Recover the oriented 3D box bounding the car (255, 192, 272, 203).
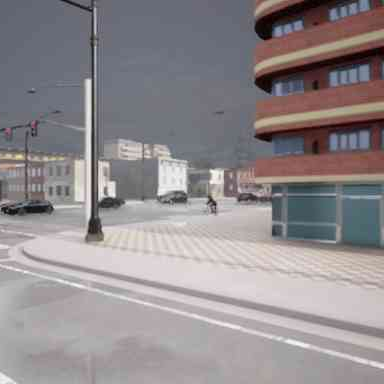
[{"bbox_3d":[11.971,0.913,50.201,2.033,1.411,5.357,0,1,37],"label":"car"}]

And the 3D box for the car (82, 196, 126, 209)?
[{"bbox_3d":[-10.294,1.305,38.130,1.812,1.442,4.674,0,1,37],"label":"car"}]

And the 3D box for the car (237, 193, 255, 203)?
[{"bbox_3d":[8.713,0.887,51.698,1.837,1.490,4.892,0,1,37],"label":"car"}]

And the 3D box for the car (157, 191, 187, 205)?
[{"bbox_3d":[-2.665,1.047,48.363,2.128,1.511,4.902,0,1,37],"label":"car"}]

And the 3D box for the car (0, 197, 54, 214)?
[{"bbox_3d":[-17.253,1.375,34.640,2.128,1.511,4.902,0,1,37],"label":"car"}]

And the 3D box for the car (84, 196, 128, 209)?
[{"bbox_3d":[-11.040,1.271,42.995,2.033,1.411,5.357,0,1,37],"label":"car"}]

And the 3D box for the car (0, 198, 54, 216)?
[{"bbox_3d":[-15.280,1.458,31.428,1.994,1.385,4.181,0,1,37],"label":"car"}]

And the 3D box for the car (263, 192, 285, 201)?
[{"bbox_3d":[14.859,0.766,60.048,2.033,1.411,5.357,0,1,37],"label":"car"}]

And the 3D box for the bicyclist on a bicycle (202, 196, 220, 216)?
[{"bbox_3d":[1.483,1.104,26.335,1.656,1.620,0.582,0,1,37],"label":"bicyclist on a bicycle"}]
